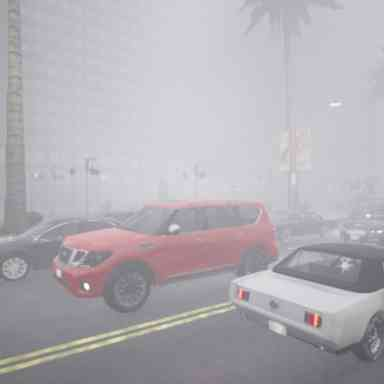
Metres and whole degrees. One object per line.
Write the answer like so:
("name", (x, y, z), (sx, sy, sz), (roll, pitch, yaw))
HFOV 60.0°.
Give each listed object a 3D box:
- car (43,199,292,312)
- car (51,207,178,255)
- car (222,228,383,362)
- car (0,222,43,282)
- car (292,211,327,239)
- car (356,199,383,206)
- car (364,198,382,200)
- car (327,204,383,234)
("car", (-0.322, 1.217, 8.048), (5.566, 2.045, 2.150), (0, 0, -35))
("car", (-3.193, 1.508, 14.126), (4.786, 1.482, 2.161), (0, 0, -36))
("car", (2.993, 1.592, 5.901), (4.718, 1.301, 1.895), (0, 0, -36))
("car", (-3.752, 1.504, 9.905), (4.892, 1.490, 1.837), (0, 0, -35))
("car", (4.859, 1.582, 15.999), (4.718, 1.301, 1.895), (0, 0, -35))
("car", (13.297, 1.455, 22.086), (4.902, 1.511, 2.128), (0, 0, -35))
("car", (14.667, 1.313, 26.855), (4.553, 1.767, 2.185), (0, 0, -36))
("car", (8.231, 1.469, 14.110), (4.902, 1.511, 2.128), (0, 0, -35))
